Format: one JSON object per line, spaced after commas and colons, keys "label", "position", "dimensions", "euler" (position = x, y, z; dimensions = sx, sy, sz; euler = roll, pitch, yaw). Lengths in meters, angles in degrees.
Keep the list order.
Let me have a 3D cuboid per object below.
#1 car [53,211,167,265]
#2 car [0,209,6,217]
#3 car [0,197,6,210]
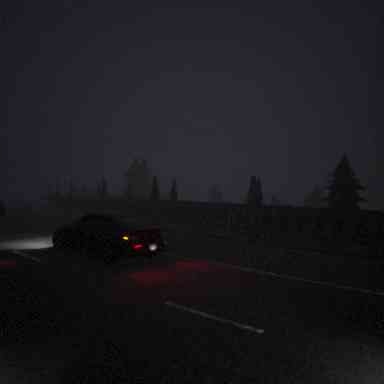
{"label": "car", "position": [-2.840, 1.360, 11.080], "dimensions": [4.674, 1.442, 1.812], "euler": [2, 1, 41]}
{"label": "car", "position": [-8.511, 1.280, 11.523], "dimensions": [5.357, 1.411, 2.033], "euler": [2, 1, 45]}
{"label": "car", "position": [-14.878, 0.977, 24.295], "dimensions": [2.128, 1.511, 4.902], "euler": [0, 1, -37]}
